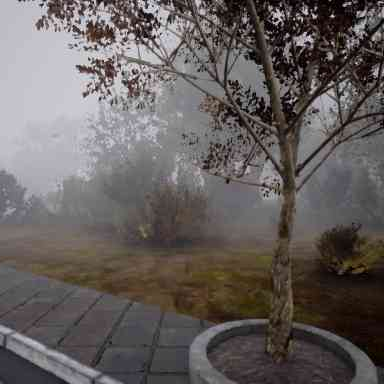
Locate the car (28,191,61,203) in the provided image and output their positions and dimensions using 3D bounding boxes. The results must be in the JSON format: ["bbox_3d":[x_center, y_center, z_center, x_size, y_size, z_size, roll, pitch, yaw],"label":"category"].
[{"bbox_3d":[-18.138,0.937,42.358,2.150,2.045,5.566,1,0,32],"label":"car"}]
